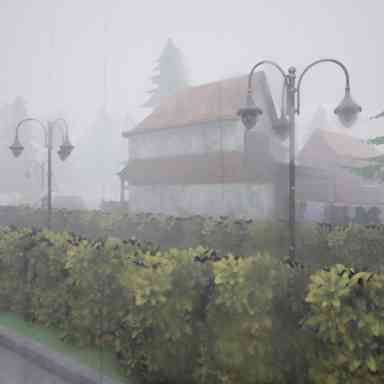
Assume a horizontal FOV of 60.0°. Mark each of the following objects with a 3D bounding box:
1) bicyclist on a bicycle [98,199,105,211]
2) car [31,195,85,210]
[{"bbox_3d":[-7.842,1.460,29.529,1.656,1.620,0.582,0,0,36],"label":"bicyclist on a bicycle"},{"bbox_3d":[-13.704,1.380,34.172,2.150,2.045,5.566,0,0,36],"label":"car"}]
